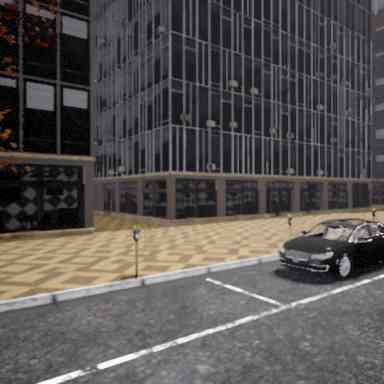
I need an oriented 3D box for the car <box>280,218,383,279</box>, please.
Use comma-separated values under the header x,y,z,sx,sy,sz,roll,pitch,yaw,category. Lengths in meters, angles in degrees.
x,y,z,sx,sy,sz,roll,pitch,yaw,category
4.415,1.483,9.700,4.403,1.369,2.008,-1,1,-35,car
